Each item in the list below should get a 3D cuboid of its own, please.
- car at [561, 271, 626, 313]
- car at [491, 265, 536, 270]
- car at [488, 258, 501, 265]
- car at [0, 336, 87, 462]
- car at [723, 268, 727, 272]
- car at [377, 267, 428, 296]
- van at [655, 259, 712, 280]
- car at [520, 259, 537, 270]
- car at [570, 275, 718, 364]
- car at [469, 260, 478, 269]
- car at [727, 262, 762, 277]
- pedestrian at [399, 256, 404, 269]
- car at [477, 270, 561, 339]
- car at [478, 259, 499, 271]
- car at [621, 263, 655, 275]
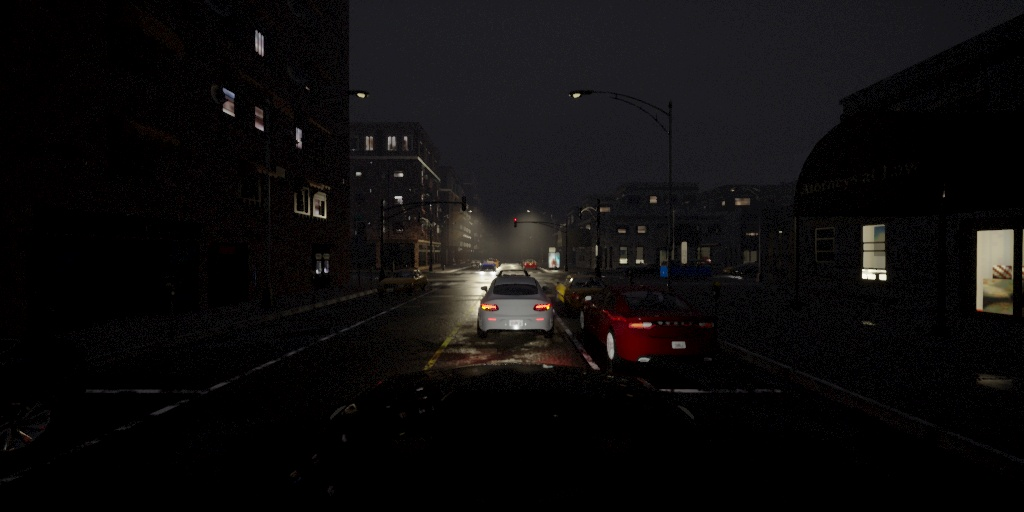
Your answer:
[{"bbox_3d":[2.667,1.276,13.852,1.751,1.417,4.829,0,0,0],"label":"car"},{"bbox_3d":[0.076,1.353,19.110,1.895,1.301,4.718,0,0,0],"label":"car"},{"bbox_3d":[-3.181,1.260,59.532,1.882,1.535,5.008,0,0,-1],"label":"car"},{"bbox_3d":[-5.692,1.316,2.277,1.948,1.339,4.313,0,0,0],"label":"car"},{"bbox_3d":[25.413,1.320,38.654,4.829,1.417,1.751,0,0,-1],"label":"car"},{"bbox_3d":[-5.725,1.278,19.197,1.751,1.417,4.829,0,0,0],"label":"car"},{"bbox_3d":[14.600,1.163,30.172,3.998,1.789,1.690,0,0,-1],"label":"van"},{"bbox_3d":[2.593,1.212,51.850,1.967,1.591,4.097,0,0,0],"label":"car"},{"bbox_3d":[2.678,1.295,7.985,1.888,1.381,4.507,0,0,0],"label":"car"},{"bbox_3d":[-5.799,1.330,57.518,2.007,1.370,4.403,0,0,0],"label":"car"},{"bbox_3d":[24.604,1.374,36.049,4.181,1.385,1.994,0,0,0],"label":"car"},{"bbox_3d":[-12.707,0.830,41.234,0.375,1.860,0.375,0,0,-1],"label":"pedestrian"},{"bbox_3d":[0.084,1.276,9.999,1.812,1.442,4.674,0,0,0],"label":"car"},{"bbox_3d":[-3.187,1.371,49.113,1.895,1.301,4.718,0,0,0],"label":"car"},{"bbox_3d":[13.423,1.381,35.949,4.718,1.301,1.895,0,0,-1],"label":"car"}]
